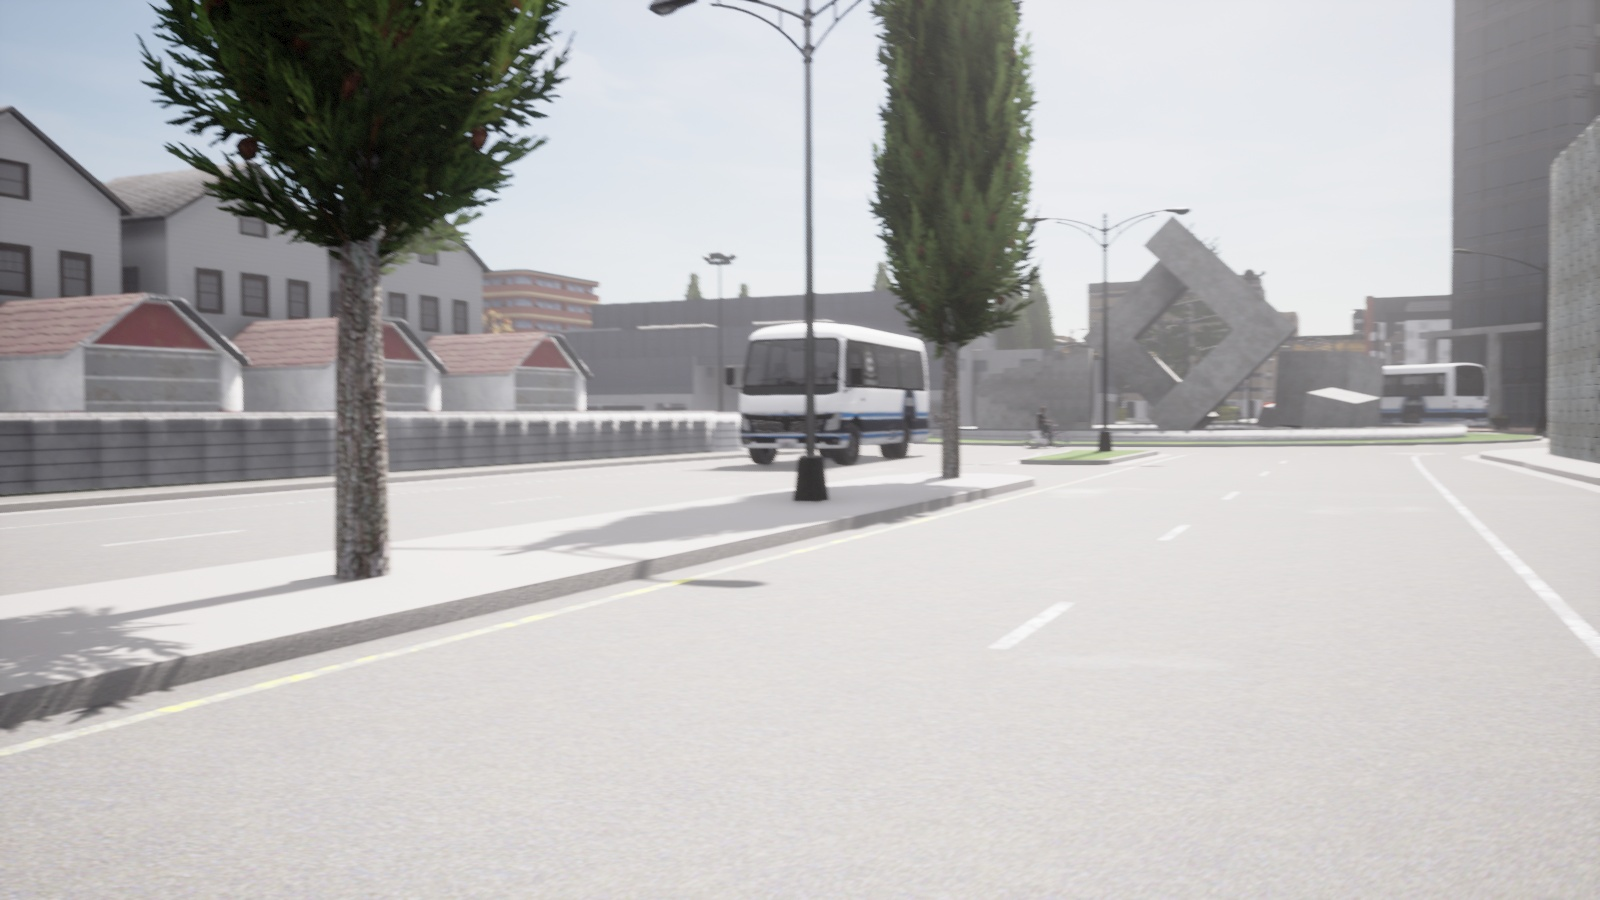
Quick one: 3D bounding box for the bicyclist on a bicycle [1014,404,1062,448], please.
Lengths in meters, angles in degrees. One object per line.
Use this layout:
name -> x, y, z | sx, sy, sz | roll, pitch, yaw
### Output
bicyclist on a bicycle -> 9.874, -0.993, 52.171 | 1.843, 1.776, 0.659 | 1, 1, 33

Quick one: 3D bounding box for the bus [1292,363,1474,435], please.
bus -> 36.667, -3.152, 79.602 | 3.944, 4.253, 10.273 | 0, 2, -26

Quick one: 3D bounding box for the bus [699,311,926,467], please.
bus -> 0.781, -1.838, 39.852 | 3.944, 4.253, 10.273 | 1, 2, 20
